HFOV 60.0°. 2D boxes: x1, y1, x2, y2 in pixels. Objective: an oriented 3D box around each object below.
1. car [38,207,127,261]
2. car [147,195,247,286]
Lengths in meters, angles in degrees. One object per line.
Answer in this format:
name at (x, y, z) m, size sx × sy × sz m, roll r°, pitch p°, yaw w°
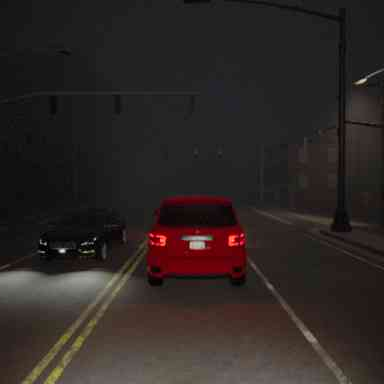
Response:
car at (-3.530, 1.325, 11.538) m, size 1.837 × 1.490 × 4.892 m, roll 0°, pitch 1°, yaw 1°
car at (0.098, 1.079, 9.107) m, size 2.150 × 2.045 × 5.566 m, roll 0°, pitch 1°, yaw 0°
